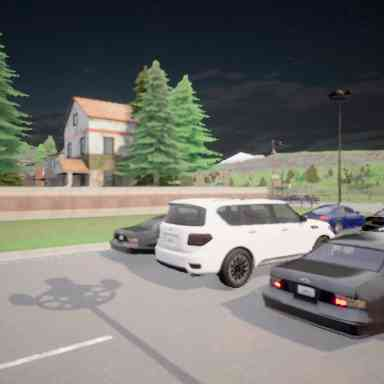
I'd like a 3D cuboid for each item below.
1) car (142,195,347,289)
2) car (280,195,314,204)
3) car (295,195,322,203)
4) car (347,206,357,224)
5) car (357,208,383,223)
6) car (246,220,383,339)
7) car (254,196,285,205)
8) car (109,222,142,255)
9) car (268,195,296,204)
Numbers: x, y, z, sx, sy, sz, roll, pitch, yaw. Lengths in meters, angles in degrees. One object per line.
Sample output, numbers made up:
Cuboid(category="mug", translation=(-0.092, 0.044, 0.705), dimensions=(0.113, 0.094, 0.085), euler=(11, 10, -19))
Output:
Cuboid(category="car", translation=(1.687, 1.171, 9.269), dimensions=(5.566, 2.045, 2.150), euler=(-1, 0, -36))
Cuboid(category="car", translation=(17.922, 1.185, 56.905), dimensions=(2.033, 1.411, 5.357), euler=(-1, 0, -36))
Cuboid(category="car", translation=(20.664, 1.175, 59.122), dimensions=(1.994, 1.385, 4.181), euler=(-1, 0, -35))
Cuboid(category="car", translation=(7.805, 1.399, 17.945), dimensions=(4.674, 1.442, 1.812), euler=(-1, 0, -36))
Cuboid(category="car", translation=(9.818, 1.351, 15.082), dimensions=(5.008, 1.535, 1.882), euler=(-1, 0, -36))
Cuboid(category="car", translation=(3.726, 1.497, 6.421), dimensions=(5.357, 1.411, 2.033), euler=(-1, 0, -36))
Cuboid(category="car", translation=(12.211, 1.292, 52.828), dimensions=(1.895, 1.301, 4.718), euler=(-1, 0, -36))
Cuboid(category="car", translation=(-0.239, 1.496, 12.186), dimensions=(5.357, 1.411, 2.033), euler=(-1, 0, -36))
Cuboid(category="car", translation=(14.907, 1.228, 55.084), dimensions=(1.994, 1.385, 4.181), euler=(-1, 0, -36))
